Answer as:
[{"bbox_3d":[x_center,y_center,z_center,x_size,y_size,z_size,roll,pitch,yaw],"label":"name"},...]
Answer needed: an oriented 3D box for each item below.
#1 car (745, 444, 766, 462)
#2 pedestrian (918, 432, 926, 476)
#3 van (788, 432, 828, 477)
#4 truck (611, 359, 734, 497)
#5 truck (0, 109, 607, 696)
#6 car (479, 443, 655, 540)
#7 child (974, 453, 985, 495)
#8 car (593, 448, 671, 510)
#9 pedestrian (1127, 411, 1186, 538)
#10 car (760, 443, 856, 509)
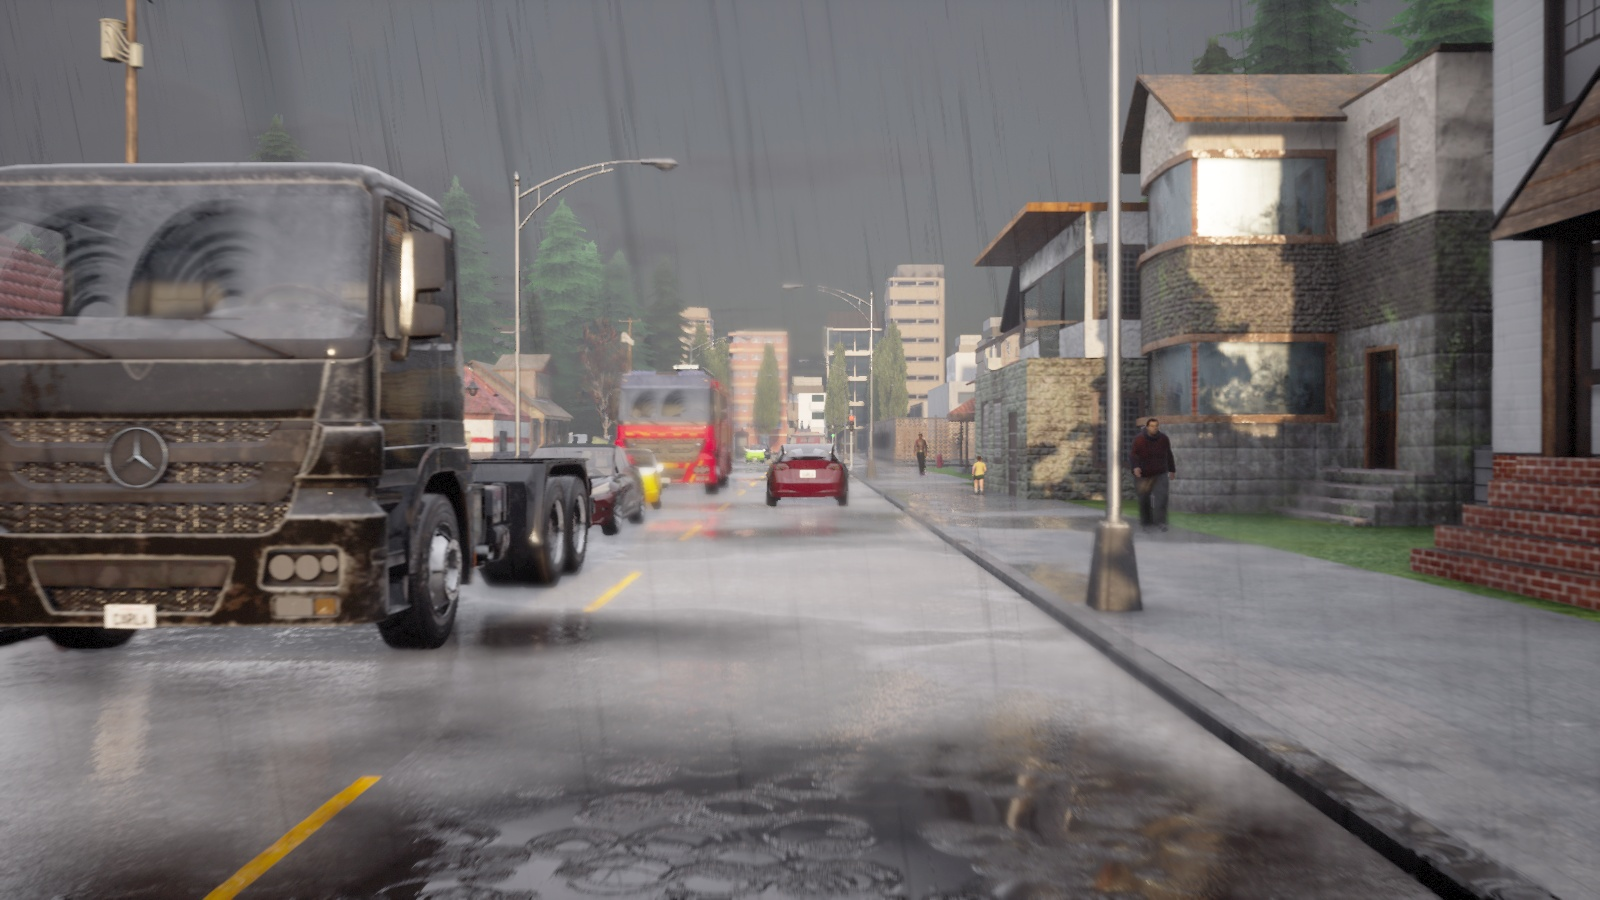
[{"bbox_3d":[-3.428,0.253,96.791,1.481,1.376,2.207,0,0,0],"label":"car"},{"bbox_3d":[5.094,0.164,52.544,0.328,1.805,0.869,0,0,4],"label":"pedestrian"},{"bbox_3d":[0.360,0.176,57.351,1.775,1.987,4.442,0,0,0],"label":"van"},{"bbox_3d":[-3.755,-0.643,38.987,2.891,3.827,8.468,0,1,0],"label":"truck"},{"bbox_3d":[-3.904,-0.303,11.406,2.891,3.462,7.936,0,0,1],"label":"truck"},{"bbox_3d":[-3.861,0.621,21.731,2.163,1.488,4.792,0,0,0],"label":"car"},{"bbox_3d":[4.806,0.650,33.640,0.255,1.110,0.394,0,0,2],"label":"child"},{"bbox_3d":[-3.815,0.636,28.831,1.481,1.376,2.207,0,0,0],"label":"car"},{"bbox_3d":[5.316,0.355,18.740,0.634,1.844,0.899,0,0,1],"label":"pedestrian"},{"bbox_3d":[0.195,0.573,30.835,2.163,1.488,4.792,0,0,0],"label":"car"}]
